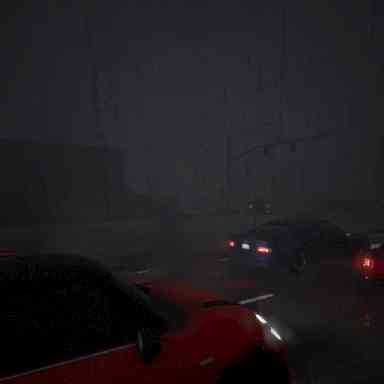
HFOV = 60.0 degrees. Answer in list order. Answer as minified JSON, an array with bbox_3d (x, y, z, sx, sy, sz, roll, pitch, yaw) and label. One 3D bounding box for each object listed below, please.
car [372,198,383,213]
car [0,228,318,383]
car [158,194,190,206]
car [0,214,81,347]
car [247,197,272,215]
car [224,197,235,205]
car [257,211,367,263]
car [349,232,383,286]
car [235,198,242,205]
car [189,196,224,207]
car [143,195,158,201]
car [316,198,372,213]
[{"bbox_3d":[17.951,1.477,36.500,1.882,1.535,5.008,0,0,-36],"label":"car"},{"bbox_3d":[-1.222,1.352,2.875,4.553,1.767,2.097,0,0,-35],"label":"car"},{"bbox_3d":[-3.084,1.547,53.482,2.033,1.411,5.357,0,0,-36],"label":"car"},{"bbox_3d":[-4.281,1.352,4.993,4.553,1.767,2.097,0,0,-35],"label":"car"},{"bbox_3d":[6.746,1.351,32.902,2.097,1.767,4.553,-1,0,14],"label":"car"},{"bbox_3d":[4.380,1.477,55.131,1.882,1.535,5.008,0,0,-36],"label":"car"},{"bbox_3d":[3.534,1.547,10.615,5.357,1.411,2.033,0,0,-35],"label":"car"},{"bbox_3d":[6.108,1.601,8.144,4.718,1.301,1.895,0,0,-35],"label":"car"},{"bbox_3d":[6.765,1.563,57.811,1.994,1.385,4.181,0,0,-36],"label":"car"},{"bbox_3d":[2.205,1.477,52.170,1.882,1.535,5.008,0,0,-36],"label":"car"},{"bbox_3d":[-10.171,1.544,81.198,1.994,1.385,4.181,0,0,-36],"label":"car"},{"bbox_3d":[15.267,1.491,34.238,2.128,1.511,4.902,0,0,-36],"label":"car"}]
